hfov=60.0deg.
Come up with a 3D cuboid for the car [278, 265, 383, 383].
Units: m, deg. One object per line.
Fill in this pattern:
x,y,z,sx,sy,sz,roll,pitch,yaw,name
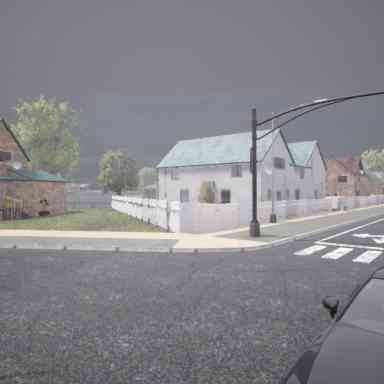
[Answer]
2.517,1.524,3.390,1.812,1.442,4.674,0,0,42,car
